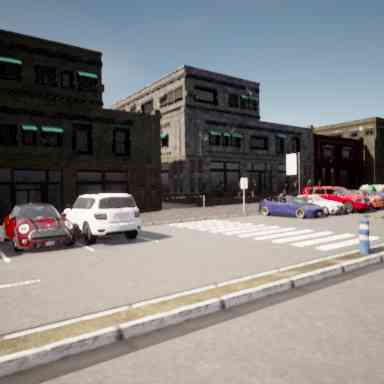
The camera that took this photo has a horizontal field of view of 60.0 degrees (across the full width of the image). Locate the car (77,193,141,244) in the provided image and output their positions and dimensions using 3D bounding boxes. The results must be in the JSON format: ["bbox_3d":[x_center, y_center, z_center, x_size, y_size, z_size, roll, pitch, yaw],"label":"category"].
[{"bbox_3d":[-4.381,1.110,15.545,2.435,2.045,5.566,-2,1,-36],"label":"car"}]

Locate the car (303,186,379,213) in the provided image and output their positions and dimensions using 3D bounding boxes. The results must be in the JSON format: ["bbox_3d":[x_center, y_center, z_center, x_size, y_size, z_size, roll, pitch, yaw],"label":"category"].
[{"bbox_3d":[11.353,0.574,26.717,2.435,2.045,5.566,-2,1,-36],"label":"car"}]

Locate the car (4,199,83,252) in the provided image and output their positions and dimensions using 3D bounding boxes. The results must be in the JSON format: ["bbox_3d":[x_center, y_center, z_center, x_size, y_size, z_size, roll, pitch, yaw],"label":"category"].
[{"bbox_3d":[-6.523,1.305,14.018,2.185,1.767,4.553,-2,1,-36],"label":"car"}]

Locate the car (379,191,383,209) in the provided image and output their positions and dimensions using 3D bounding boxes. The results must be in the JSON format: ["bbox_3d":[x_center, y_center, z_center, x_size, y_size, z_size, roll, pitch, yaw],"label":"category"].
[{"bbox_3d":[13.600,0.620,28.319,2.185,1.767,4.553,-2,1,-36],"label":"car"}]

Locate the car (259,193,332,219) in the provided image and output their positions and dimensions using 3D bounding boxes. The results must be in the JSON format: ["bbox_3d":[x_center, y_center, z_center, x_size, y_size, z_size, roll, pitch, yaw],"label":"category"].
[{"bbox_3d":[6.873,1.012,23.516,2.163,1.488,4.792,-2,1,-36],"label":"car"}]

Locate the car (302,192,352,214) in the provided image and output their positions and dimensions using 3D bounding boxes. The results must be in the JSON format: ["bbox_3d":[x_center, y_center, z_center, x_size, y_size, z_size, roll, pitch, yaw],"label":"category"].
[{"bbox_3d":[9.098,0.944,25.144,2.002,1.452,4.674,-2,1,-36],"label":"car"}]
